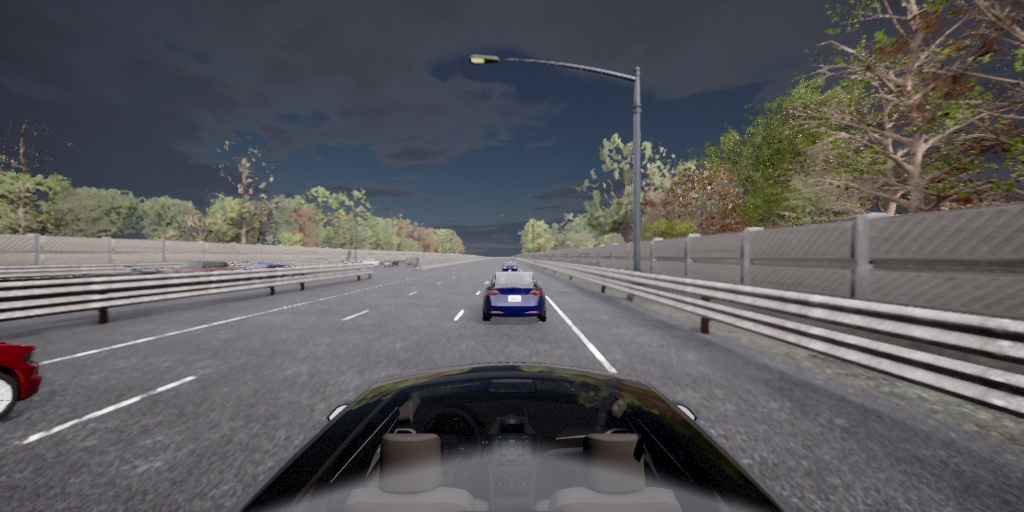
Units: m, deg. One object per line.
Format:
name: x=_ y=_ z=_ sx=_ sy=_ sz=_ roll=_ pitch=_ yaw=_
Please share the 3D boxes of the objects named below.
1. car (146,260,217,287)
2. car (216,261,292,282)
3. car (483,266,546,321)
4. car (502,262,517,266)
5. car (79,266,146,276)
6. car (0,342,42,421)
car: x=-21.316 y=1.112 z=24.347 sx=2.097 sy=1.767 sz=4.553 roll=0 pitch=0 yaw=0
car: x=-17.804 y=1.237 z=25.422 sx=1.882 sy=1.535 sz=5.008 roll=0 pitch=0 yaw=0
car: x=0.067 y=1.257 z=12.551 sx=2.163 sy=1.488 sz=4.792 roll=0 pitch=0 yaw=0
car: x=-0.283 y=1.366 z=43.472 sx=1.895 sy=1.301 sz=4.718 roll=0 pitch=0 yaw=-1
car: x=-24.818 y=1.362 z=23.332 sx=1.895 sy=1.301 sz=4.718 roll=0 pitch=0 yaw=1
car: x=-6.904 y=1.229 z=2.409 sx=1.882 sy=1.535 sz=5.008 roll=0 pitch=0 yaw=0
